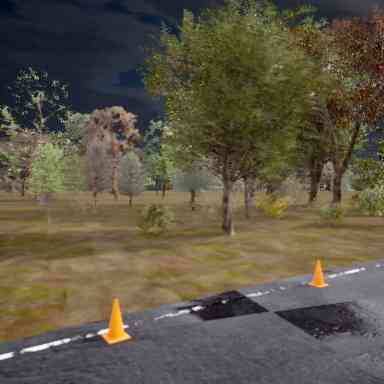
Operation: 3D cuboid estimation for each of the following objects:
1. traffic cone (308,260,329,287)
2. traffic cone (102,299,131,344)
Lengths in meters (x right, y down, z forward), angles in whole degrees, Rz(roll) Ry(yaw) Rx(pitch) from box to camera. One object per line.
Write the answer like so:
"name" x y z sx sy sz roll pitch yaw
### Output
"traffic cone" 3.031 1.924 7.954 0.340 0.580 0.340 0 0 -33
"traffic cone" -1.163 1.940 5.121 0.340 0.580 0.340 0 0 -35
